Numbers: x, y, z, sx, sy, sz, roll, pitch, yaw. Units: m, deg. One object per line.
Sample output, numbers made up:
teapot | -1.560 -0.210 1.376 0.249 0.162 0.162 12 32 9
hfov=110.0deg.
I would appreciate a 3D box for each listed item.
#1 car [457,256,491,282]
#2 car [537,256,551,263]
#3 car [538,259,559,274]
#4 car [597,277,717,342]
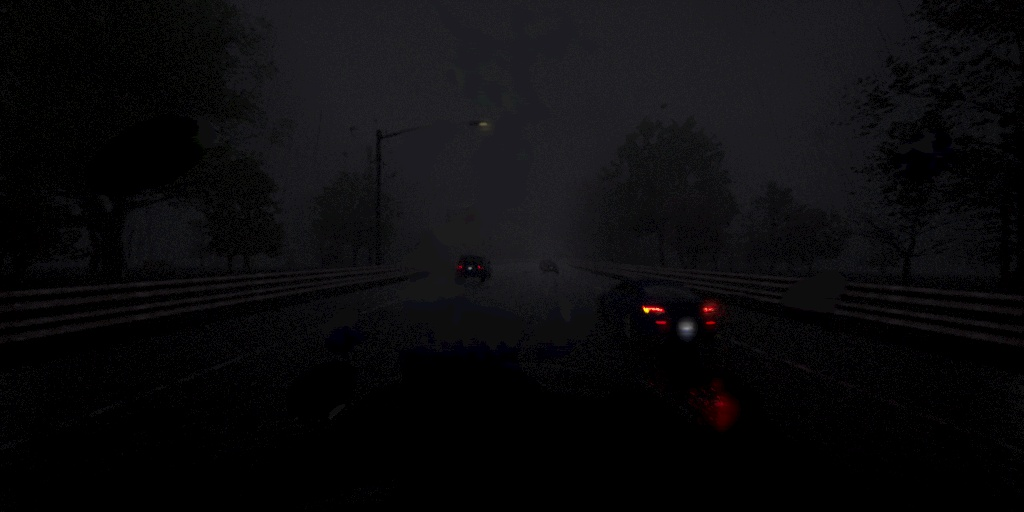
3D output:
car | -2.997 0.979 29.020 2.150 2.045 5.566 0 0 2
car | 5.080 1.247 52.578 2.033 1.649 4.856 0 0 4
car | 4.460 1.344 41.718 2.033 1.411 5.357 0 0 3
car | 3.634 1.292 9.688 1.812 1.442 4.674 0 0 0
